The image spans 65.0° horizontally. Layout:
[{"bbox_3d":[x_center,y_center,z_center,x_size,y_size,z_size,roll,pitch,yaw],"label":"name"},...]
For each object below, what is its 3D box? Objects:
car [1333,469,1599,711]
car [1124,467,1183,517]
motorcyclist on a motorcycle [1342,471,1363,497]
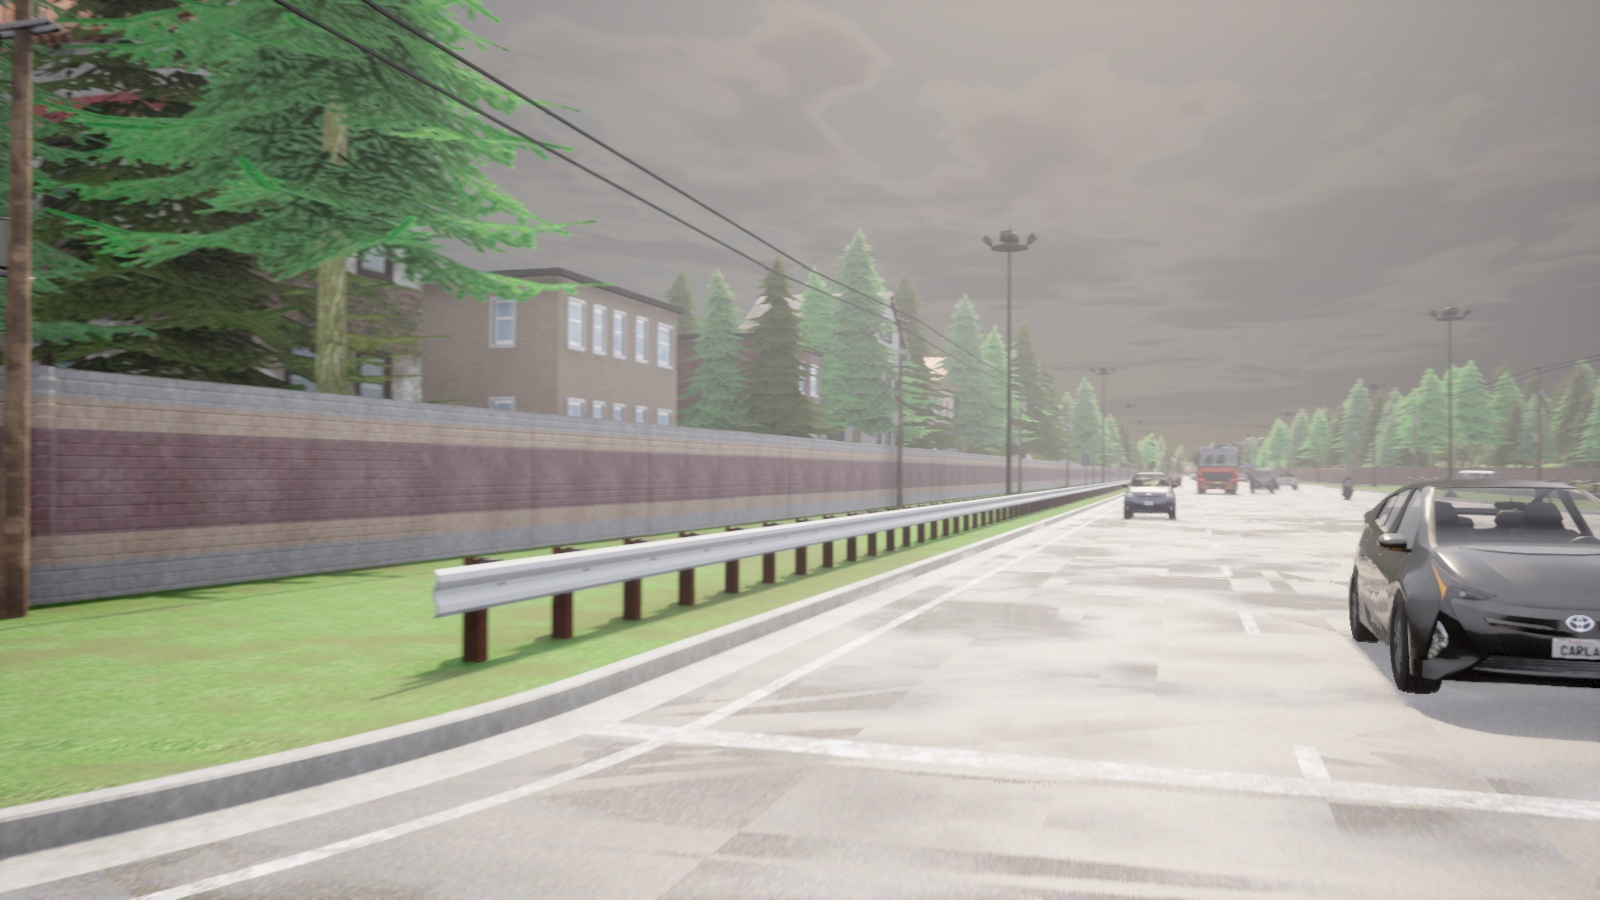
[{"bbox_3d":[5.632,0.919,10.112,2.007,1.525,4.514,0,-1,17],"label":"car"},{"bbox_3d":[12.242,1.414,43.324,1.851,1.617,3.988,0,-1,17],"label":"car"},{"bbox_3d":[33.101,2.041,75.223,0.866,1.530,2.191,0,-1,17],"label":"motorcyclist on a motorcycle"}]
